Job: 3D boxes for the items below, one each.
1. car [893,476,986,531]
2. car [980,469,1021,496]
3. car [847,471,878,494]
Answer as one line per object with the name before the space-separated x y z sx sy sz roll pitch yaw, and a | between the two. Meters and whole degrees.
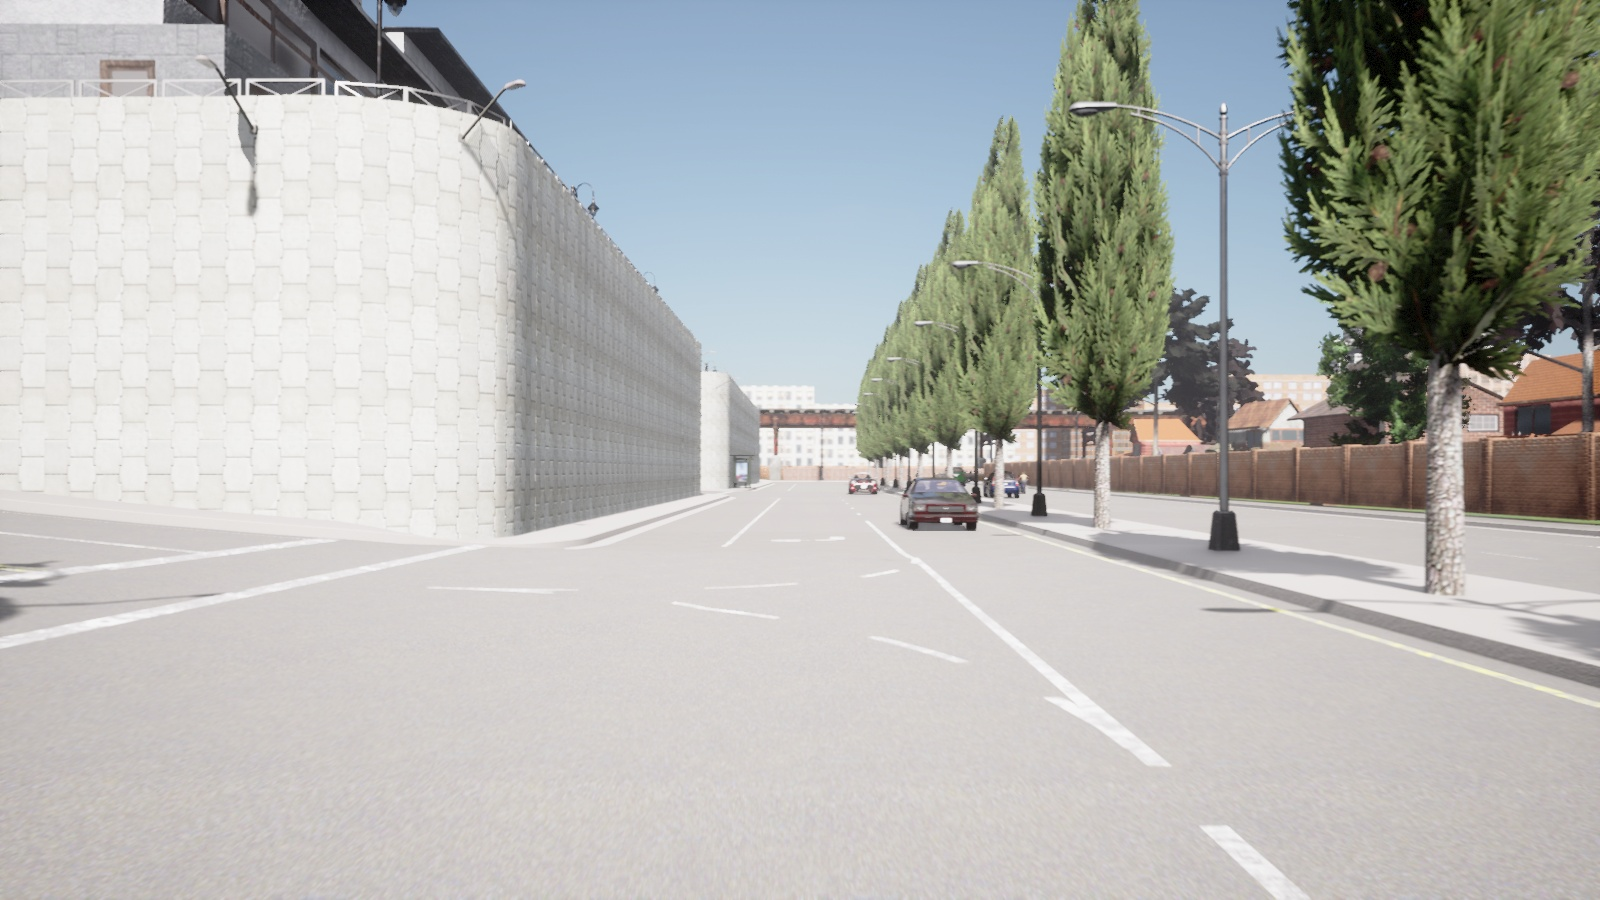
car | 3.793 1.435 35.099 2.033 1.411 5.357 0 -1 0
car | 12.120 1.939 76.165 1.851 1.617 3.988 0 -1 0
car | 4.189 2.176 84.676 1.970 1.475 3.806 0 -1 0
